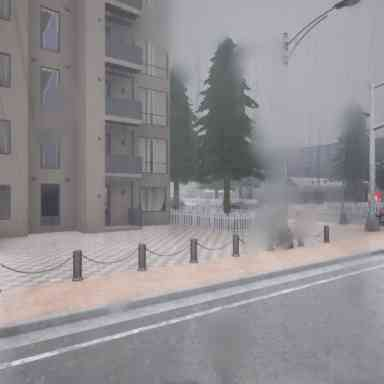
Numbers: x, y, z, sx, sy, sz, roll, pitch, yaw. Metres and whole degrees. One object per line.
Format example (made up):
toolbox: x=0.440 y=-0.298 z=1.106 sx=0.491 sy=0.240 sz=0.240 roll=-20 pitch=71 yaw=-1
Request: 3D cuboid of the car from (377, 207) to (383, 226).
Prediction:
car: x=14.387 y=1.364 z=21.111 sx=2.097 sy=1.767 sz=4.553 roll=0 pitch=0 yaw=-38

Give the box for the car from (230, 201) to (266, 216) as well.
car: x=5.321 y=1.579 z=32.967 sx=1.994 sy=1.385 sz=4.181 roll=0 pitch=0 yaw=-37

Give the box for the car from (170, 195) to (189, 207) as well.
car: x=-3.246 y=1.563 z=50.381 sx=2.033 sy=1.411 sz=5.357 roll=0 pitch=0 yaw=-37

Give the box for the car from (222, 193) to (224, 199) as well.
car: x=7.498 y=1.092 z=94.724 sx=1.905 sy=1.878 sz=3.866 roll=0 pitch=0 yaw=-37

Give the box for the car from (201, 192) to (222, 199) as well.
car: x=5.411 y=1.113 z=92.661 sx=1.932 sy=1.855 sz=4.605 roll=0 pitch=0 yaw=-37
